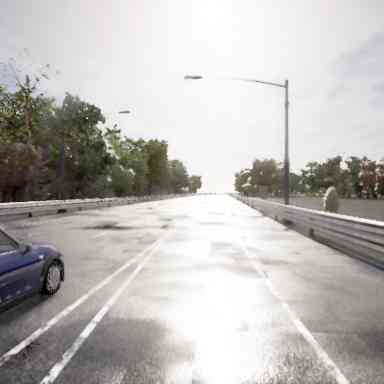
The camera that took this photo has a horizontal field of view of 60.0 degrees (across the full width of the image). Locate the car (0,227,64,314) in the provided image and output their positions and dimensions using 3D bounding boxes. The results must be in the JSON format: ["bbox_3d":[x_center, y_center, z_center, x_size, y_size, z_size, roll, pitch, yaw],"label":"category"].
[{"bbox_3d":[-4.152,1.347,5.926,2.097,1.767,4.553,0,0,5],"label":"car"}]
